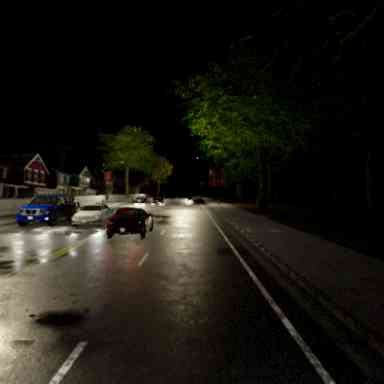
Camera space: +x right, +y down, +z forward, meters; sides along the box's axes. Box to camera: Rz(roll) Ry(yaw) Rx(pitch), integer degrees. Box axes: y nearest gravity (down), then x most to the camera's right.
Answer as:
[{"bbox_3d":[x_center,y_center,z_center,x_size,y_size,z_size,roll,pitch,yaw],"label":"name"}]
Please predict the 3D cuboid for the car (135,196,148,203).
[{"bbox_3d":[-9.733,1.453,64.030,2.128,1.511,4.902,0,0,0],"label":"car"}]

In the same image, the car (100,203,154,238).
[{"bbox_3d":[-3.139,1.513,17.316,1.812,1.442,4.674,0,0,0],"label":"car"}]

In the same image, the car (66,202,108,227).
[{"bbox_3d":[-6.586,1.504,22.595,1.812,1.442,4.674,0,0,0],"label":"car"}]

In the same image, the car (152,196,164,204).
[{"bbox_3d":[-6.482,1.433,63.989,1.882,1.535,5.008,0,0,0],"label":"car"}]

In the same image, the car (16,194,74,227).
[{"bbox_3d":[-9.836,1.199,22.986,2.150,2.045,5.566,0,0,0],"label":"car"}]

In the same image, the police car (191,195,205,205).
[{"bbox_3d":[1.165,1.375,56.537,1.930,1.638,5.238,0,0,0],"label":"police car"}]

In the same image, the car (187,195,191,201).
[{"bbox_3d":[0.036,1.380,74.691,1.812,1.442,4.674,0,0,0],"label":"car"}]
